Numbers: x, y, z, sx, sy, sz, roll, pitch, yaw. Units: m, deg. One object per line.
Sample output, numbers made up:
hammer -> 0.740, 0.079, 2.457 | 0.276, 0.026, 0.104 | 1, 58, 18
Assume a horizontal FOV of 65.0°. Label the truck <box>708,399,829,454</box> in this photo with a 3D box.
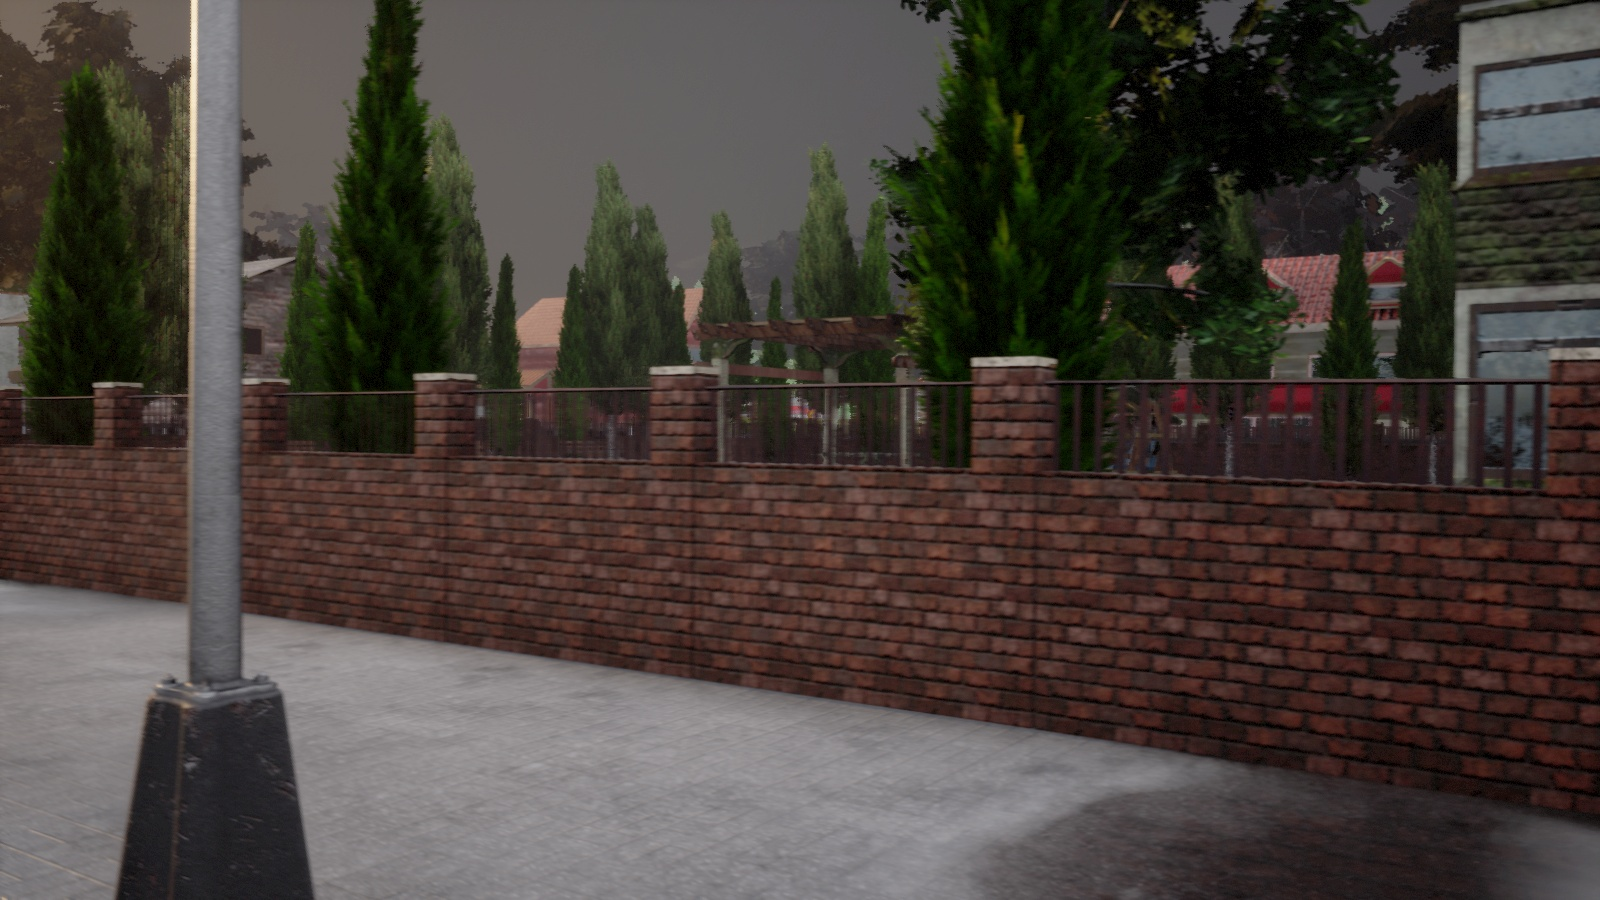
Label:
truck -> -2.290, -1.637, 89.708 | 8.468, 3.827, 2.891 | 0, 1, 34
